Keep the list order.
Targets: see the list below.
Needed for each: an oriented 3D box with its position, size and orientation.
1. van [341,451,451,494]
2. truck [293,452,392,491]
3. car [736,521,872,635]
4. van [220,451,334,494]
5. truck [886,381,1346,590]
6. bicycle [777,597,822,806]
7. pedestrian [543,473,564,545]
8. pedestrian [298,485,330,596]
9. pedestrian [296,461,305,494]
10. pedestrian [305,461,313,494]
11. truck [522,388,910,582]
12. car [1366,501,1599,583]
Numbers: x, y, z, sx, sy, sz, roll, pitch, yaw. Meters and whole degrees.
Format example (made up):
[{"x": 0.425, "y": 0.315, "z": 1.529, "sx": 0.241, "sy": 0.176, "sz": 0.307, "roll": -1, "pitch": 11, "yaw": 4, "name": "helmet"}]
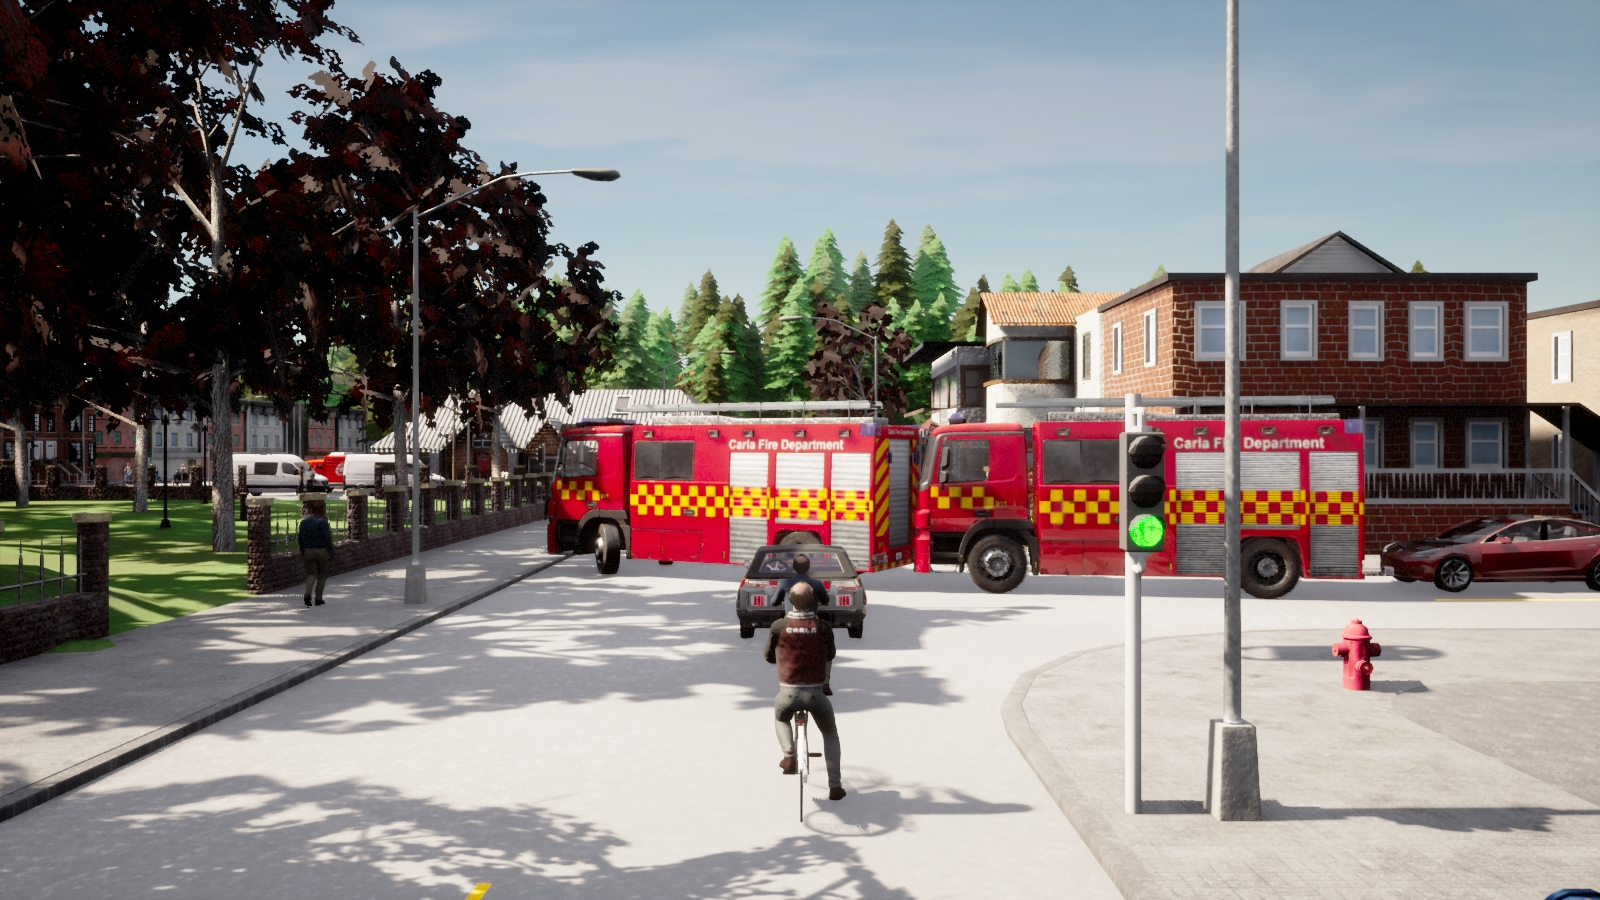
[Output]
[{"x": -24.294, "y": 1.318, "z": 68.781, "sx": 5.915, "sy": 2.561, "sz": 1.988, "roll": 0, "pitch": 0, "yaw": 1, "name": "van"}, {"x": -29.089, "y": 1.349, "z": 72.763, "sx": 5.204, "sy": 2.467, "sz": 2.627, "roll": 0, "pitch": 0, "yaw": 0, "name": "truck"}, {"x": 0.053, "y": 1.936, "z": 18.327, "sx": 1.895, "sy": 1.301, "sz": 4.718, "roll": 0, "pitch": 0, "yaw": 0, "name": "car"}, {"x": -31.462, "y": 1.318, "z": 68.836, "sx": 5.915, "sy": 2.561, "sz": 1.988, "roll": 0, "pitch": 0, "yaw": 1, "name": "van"}, {"x": 6.109, "y": 0.670, "z": 23.144, "sx": 8.468, "sy": 3.827, "sz": 2.891, "roll": 0, "pitch": 0, "yaw": 10, "name": "truck"}, {"x": -0.004, "y": 1.941, "z": 9.195, "sx": 0.329, "sy": 1.271, "sz": 1.835, "roll": 0, "pitch": 0, "yaw": 0, "name": "bicycle"}, {"x": -6.421, "y": 1.526, "z": 29.773, "sx": 0.375, "sy": 1.860, "sz": 0.375, "roll": 0, "pitch": 0, "yaw": 32, "name": "pedestrian"}, {"x": -8.267, "y": 1.526, "z": 19.426, "sx": 0.375, "sy": 1.860, "sz": 0.375, "roll": 0, "pitch": 0, "yaw": 2, "name": "pedestrian"}, {"x": -27.817, "y": 1.526, "z": 63.606, "sx": 0.375, "sy": 1.860, "sz": 0.375, "roll": 0, "pitch": 0, "yaw": -13, "name": "pedestrian"}, {"x": -27.227, "y": 1.529, "z": 63.392, "sx": 0.375, "sy": 1.860, "sz": 0.375, "roll": 0, "pitch": 0, "yaw": -29, "name": "pedestrian"}, {"x": -2.012, "y": 0.674, "z": 25.768, "sx": 8.468, "sy": 3.827, "sz": 2.891, "roll": 0, "pitch": 0, "yaw": 28, "name": "truck"}, {"x": 14.513, "y": 1.844, "z": 23.385, "sx": 4.792, "sy": 1.488, "sz": 2.163, "roll": 0, "pitch": 0, "yaw": 0, "name": "car"}]
